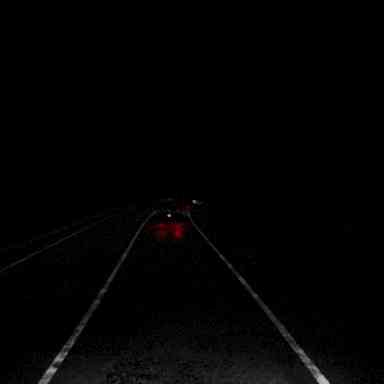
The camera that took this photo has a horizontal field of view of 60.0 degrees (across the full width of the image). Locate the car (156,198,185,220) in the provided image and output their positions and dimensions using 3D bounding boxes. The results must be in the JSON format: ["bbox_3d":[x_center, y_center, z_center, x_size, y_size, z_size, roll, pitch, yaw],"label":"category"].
[{"bbox_3d":[-1.707,1.385,26.017,1.895,1.301,4.718,0,1,-2],"label":"car"}]

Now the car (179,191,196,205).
[{"bbox_3d":[-0.997,1.059,47.785,1.812,1.442,4.674,1,1,7],"label":"car"}]

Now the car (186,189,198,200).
[{"bbox_3d":[-0.226,0.504,66.994,2.150,2.045,5.566,1,1,16],"label":"car"}]
